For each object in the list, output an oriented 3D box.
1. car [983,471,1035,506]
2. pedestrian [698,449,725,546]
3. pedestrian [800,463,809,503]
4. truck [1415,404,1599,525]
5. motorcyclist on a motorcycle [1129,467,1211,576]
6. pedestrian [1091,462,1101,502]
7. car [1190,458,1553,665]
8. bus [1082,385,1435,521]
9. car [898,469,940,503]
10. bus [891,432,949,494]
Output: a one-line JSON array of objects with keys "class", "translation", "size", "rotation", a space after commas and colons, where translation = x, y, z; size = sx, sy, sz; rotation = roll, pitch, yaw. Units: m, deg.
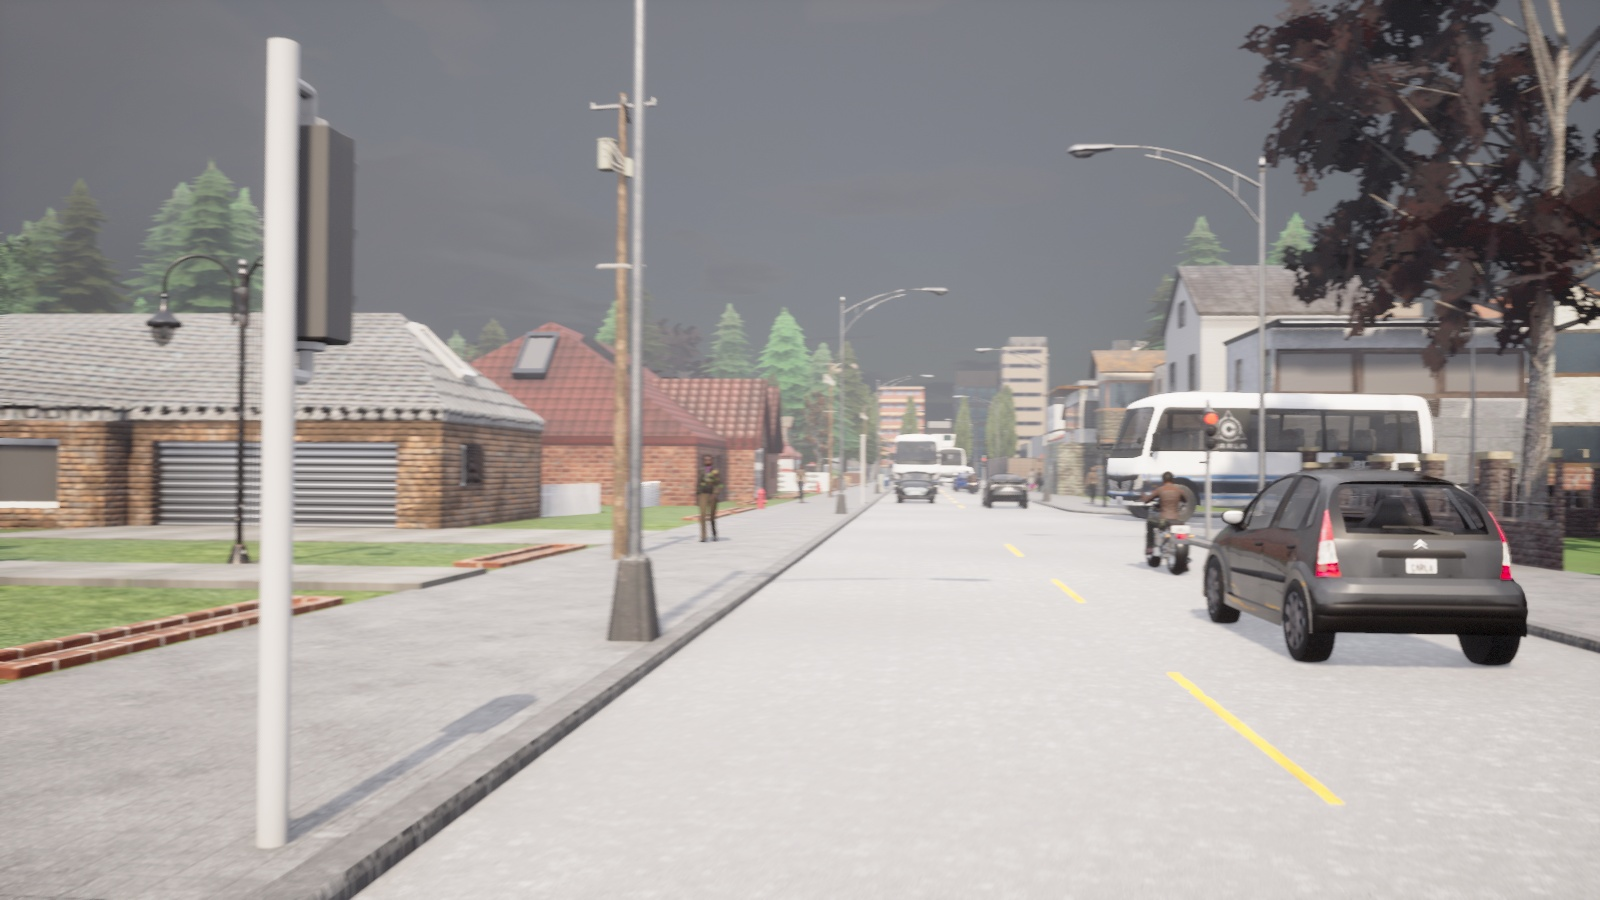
[{"class": "car", "translation": [9.316, 1.699, 56.206], "size": [2.007, 1.525, 4.514], "rotation": [0, -1, 6]}, {"class": "pedestrian", "translation": [-1.784, 0.952, 25.338], "size": [0.395, 1.930, 0.692], "rotation": [0, -1, 10]}, {"class": "pedestrian", "translation": [0.208, 1.473, 56.417], "size": [0.328, 1.805, 0.869], "rotation": [0, -1, 5]}, {"class": "truck", "translation": [23.038, 0.444, 37.434], "size": [7.936, 3.462, 2.891], "rotation": [0, -1, 2]}, {"class": "motorcyclist on a motorcycle", "translation": [5.925, 1.100, 20.221], "size": [0.766, 1.649, 2.350], "rotation": [0, -1, 4]}, {"class": "pedestrian", "translation": [13.786, 1.497, 58.481], "size": [0.331, 1.846, 0.634], "rotation": [0, -1, 0]}, {"class": "car", "translation": [5.121, 0.909, 11.910], "size": [1.851, 1.617, 3.988], "rotation": [0, -1, 4]}, {"class": "bus", "translation": [14.963, 0.126, 41.610], "size": [10.273, 4.253, 3.944], "rotation": [0, -1, -4]}, {"class": "car", "translation": [6.100, 1.819, 64.168], "size": [2.033, 1.649, 4.856], "rotation": [0, -1, 6]}, {"class": "bus", "translation": [8.680, 0.964, 91.149], "size": [3.944, 4.253, 10.273], "rotation": [0, -1, 5]}]
